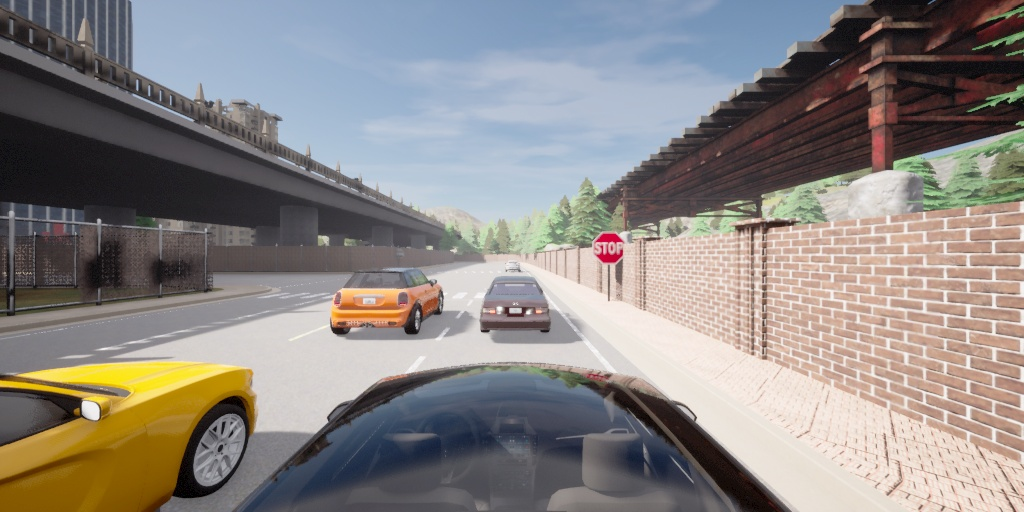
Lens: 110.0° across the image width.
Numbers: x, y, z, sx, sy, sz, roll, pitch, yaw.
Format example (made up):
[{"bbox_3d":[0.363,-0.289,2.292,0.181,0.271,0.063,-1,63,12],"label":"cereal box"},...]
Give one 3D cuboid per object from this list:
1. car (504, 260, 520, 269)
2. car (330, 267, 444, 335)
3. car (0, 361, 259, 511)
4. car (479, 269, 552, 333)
[{"bbox_3d":[0.098,1.276,45.512,1.812,1.442,4.674,0,0,-1],"label":"car"},{"bbox_3d":[-3.421,1.102,10.711,2.097,1.767,4.553,0,0,0],"label":"car"},{"bbox_3d":[-3.399,1.228,1.454,1.882,1.535,5.008,0,0,0],"label":"car"},{"bbox_3d":[0.081,1.297,10.732,2.033,1.411,5.357,0,0,0],"label":"car"}]
